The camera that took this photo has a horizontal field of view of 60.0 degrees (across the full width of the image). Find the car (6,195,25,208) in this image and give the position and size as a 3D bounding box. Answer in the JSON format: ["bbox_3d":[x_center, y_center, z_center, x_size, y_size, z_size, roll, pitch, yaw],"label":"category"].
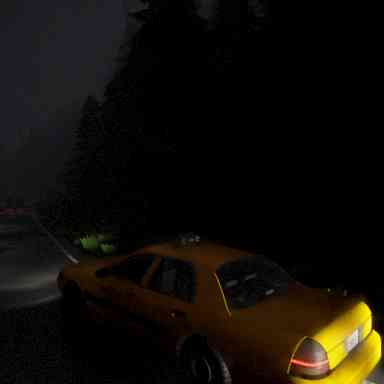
[{"bbox_3d":[-21.187,1.060,40.014,2.128,1.511,4.902,-2,2,-27],"label":"car"}]

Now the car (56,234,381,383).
[{"bbox_3d":[-0.250,1.418,5.069,5.366,1.575,1.801,1,1,44],"label":"car"}]
